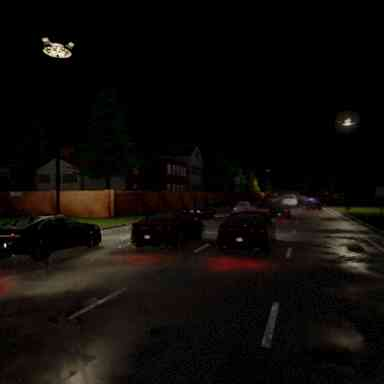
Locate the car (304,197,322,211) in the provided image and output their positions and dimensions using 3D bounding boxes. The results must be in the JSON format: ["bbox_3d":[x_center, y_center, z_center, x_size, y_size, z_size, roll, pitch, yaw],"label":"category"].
[{"bbox_3d":[16.555,1.767,45.165,2.033,1.411,5.357,0,0,19],"label":"car"}]

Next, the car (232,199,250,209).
[{"bbox_3d":[7.597,1.861,51.137,1.994,1.385,4.181,0,0,19],"label":"car"}]

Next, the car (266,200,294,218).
[{"bbox_3d":[8.731,1.774,32.646,1.895,1.301,4.718,0,0,19],"label":"car"}]

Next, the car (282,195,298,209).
[{"bbox_3d":[15.198,1.489,51.775,2.150,2.045,5.566,0,0,19],"label":"car"}]

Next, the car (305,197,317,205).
[{"bbox_3d":[23.454,1.707,65.562,2.033,1.411,5.357,0,0,19],"label":"car"}]

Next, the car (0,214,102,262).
[{"bbox_3d":[-5.394,1.600,12.737,2.128,1.511,4.902,0,0,19],"label":"car"}]

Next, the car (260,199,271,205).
[{"bbox_3d":[11.432,1.774,51.559,2.128,1.511,4.902,0,0,19],"label":"car"}]

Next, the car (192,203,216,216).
[{"bbox_3d":[0.806,1.746,31.069,2.033,1.411,5.357,0,0,19],"label":"car"}]

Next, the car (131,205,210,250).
[{"bbox_3d":[-0.912,1.581,15.064,1.882,1.535,5.008,0,0,19],"label":"car"}]

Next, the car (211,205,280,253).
[{"bbox_3d":[2.496,1.561,14.219,1.882,1.535,5.008,0,0,19],"label":"car"}]

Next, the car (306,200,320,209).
[{"bbox_3d":[18.391,1.847,50.592,1.895,1.301,4.718,0,0,19],"label":"car"}]

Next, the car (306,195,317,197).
[{"bbox_3d":[21.369,1.508,59.404,2.150,2.045,5.566,0,0,19],"label":"car"}]

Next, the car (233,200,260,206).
[{"bbox_3d":[5.364,1.720,33.616,1.812,1.442,4.674,0,0,19],"label":"car"}]
